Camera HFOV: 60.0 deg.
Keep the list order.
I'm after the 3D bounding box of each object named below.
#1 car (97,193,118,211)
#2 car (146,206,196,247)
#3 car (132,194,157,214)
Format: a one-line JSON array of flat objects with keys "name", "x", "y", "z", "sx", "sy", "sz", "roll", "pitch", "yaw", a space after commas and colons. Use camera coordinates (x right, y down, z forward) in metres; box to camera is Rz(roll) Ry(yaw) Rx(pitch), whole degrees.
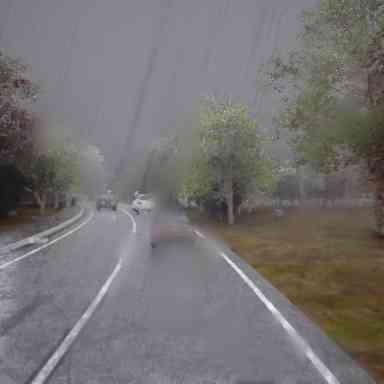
[{"name": "car", "x": -10.143, "y": 1.159, "z": 39.689, "sx": 2.150, "sy": 2.045, "sz": 5.566, "roll": 1, "pitch": 0, "yaw": -16}, {"name": "car", "x": -0.954, "y": 1.573, "z": 15.253, "sx": 2.033, "sy": 1.411, "sz": 5.357, "roll": 0, "pitch": 0, "yaw": -7}, {"name": "car", "x": -5.162, "y": 1.260, "z": 35.893, "sx": 2.150, "sy": 2.045, "sz": 5.566, "roll": 1, "pitch": 0, "yaw": -16}]
